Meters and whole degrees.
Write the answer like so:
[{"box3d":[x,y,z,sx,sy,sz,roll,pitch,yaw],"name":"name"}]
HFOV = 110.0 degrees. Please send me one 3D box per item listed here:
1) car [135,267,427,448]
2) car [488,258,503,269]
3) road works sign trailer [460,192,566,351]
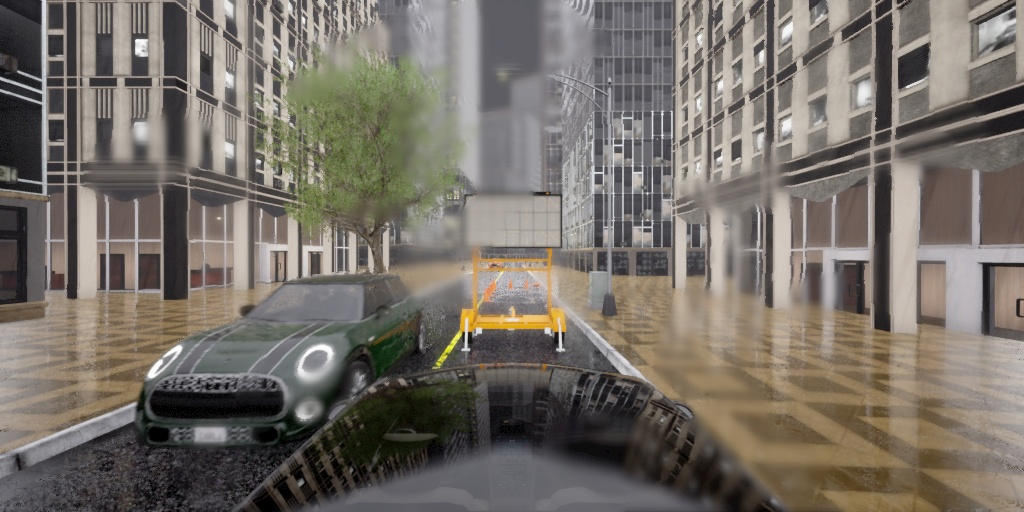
[{"box3d":[-2.830,1.102,5.628,2.097,1.767,4.553,0,0,0],"name":"car"},{"box3d":[-2.532,1.157,56.048,2.097,1.767,4.553,0,0,0],"name":"car"},{"box3d":[0.032,0.214,8.949,2.380,3.560,2.880,0,0,0],"name":"road works sign trailer"}]
